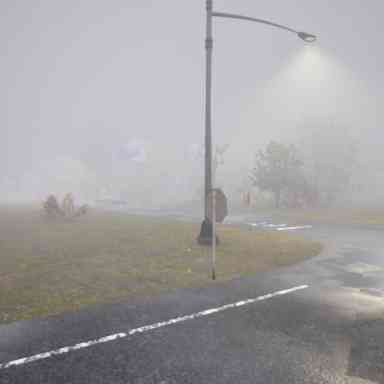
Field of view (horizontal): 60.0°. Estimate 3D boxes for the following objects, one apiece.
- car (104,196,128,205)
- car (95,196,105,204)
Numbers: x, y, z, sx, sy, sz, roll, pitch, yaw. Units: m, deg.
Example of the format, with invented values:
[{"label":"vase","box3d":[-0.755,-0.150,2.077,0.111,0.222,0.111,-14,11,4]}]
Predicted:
[{"label":"car","box3d":[-12.447,1.519,55.238,1.895,1.301,4.718,0,0,-33]},{"label":"car","box3d":[-16.280,1.431,60.917,1.812,1.442,4.674,0,0,-34]}]
